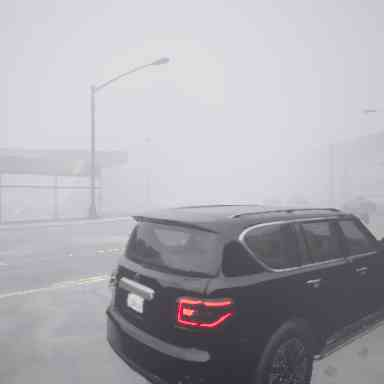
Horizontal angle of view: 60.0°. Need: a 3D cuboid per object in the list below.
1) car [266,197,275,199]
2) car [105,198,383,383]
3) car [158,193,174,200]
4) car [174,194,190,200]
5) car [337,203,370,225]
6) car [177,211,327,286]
[{"bbox_3d":[13.194,1.563,55.429,1.994,1.385,4.181,0,0,-10],"label":"car"},{"bbox_3d":[1.485,1.221,5.101,5.566,2.045,2.150,0,0,-40],"label":"car"},{"bbox_3d":[-7.272,1.500,92.683,4.892,1.490,1.837,0,0,-30],"label":"car"},{"bbox_3d":[-2.209,1.355,92.222,2.097,1.767,4.553,0,0,25],"label":"car"},{"bbox_3d":[12.048,1.564,25.012,1.994,1.385,4.181,0,0,23],"label":"car"},{"bbox_3d":[2.093,1.492,10.430,4.902,1.511,2.128,0,0,-43],"label":"car"}]
